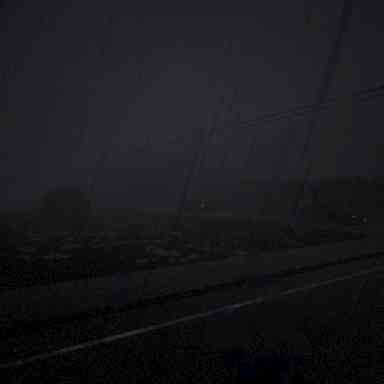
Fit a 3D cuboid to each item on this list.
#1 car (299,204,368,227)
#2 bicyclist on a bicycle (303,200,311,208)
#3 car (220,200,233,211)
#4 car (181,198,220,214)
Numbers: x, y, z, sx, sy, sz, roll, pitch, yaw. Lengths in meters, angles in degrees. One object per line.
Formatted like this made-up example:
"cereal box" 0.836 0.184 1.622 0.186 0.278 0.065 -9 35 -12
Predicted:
"car" 10.241 1.650 24.361 2.128 1.511 4.902 0 0 -35
"bicyclist on a bicycle" 11.913 1.644 34.448 1.656 1.620 0.582 0 0 -35
"car" 2.878 1.729 41.596 2.033 1.411 5.357 0 0 -35
"car" 0.640 1.511 38.354 2.097 1.767 4.553 0 0 -34
